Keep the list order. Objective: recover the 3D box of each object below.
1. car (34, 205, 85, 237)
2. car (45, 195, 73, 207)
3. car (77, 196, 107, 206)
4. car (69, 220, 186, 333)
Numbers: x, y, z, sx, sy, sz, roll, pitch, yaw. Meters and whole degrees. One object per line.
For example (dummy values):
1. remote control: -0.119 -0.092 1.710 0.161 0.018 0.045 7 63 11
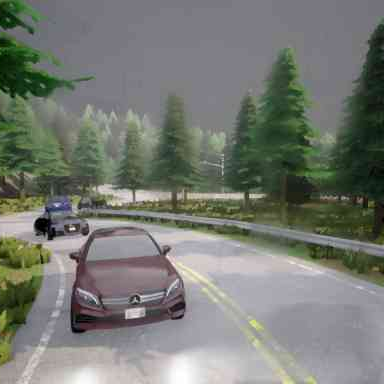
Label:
1. car: -7.081 1.663 17.848 1.994 1.385 4.181 -4 2 -38
2. car: -12.877 1.326 32.234 2.150 2.045 5.566 -1 0 -18
3. car: -12.738 1.289 42.825 2.097 1.767 4.553 2 2 13
4. car: -1.525 1.523 7.095 1.812 1.442 4.674 -2 0 -17
